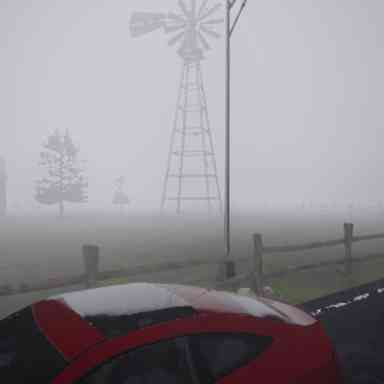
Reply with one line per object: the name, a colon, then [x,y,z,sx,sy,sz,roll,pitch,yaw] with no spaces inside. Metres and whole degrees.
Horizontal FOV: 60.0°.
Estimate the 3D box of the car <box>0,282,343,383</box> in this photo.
car: [-0.755,1.531,2.404,4.674,1.442,1.812,0,0,-35]
